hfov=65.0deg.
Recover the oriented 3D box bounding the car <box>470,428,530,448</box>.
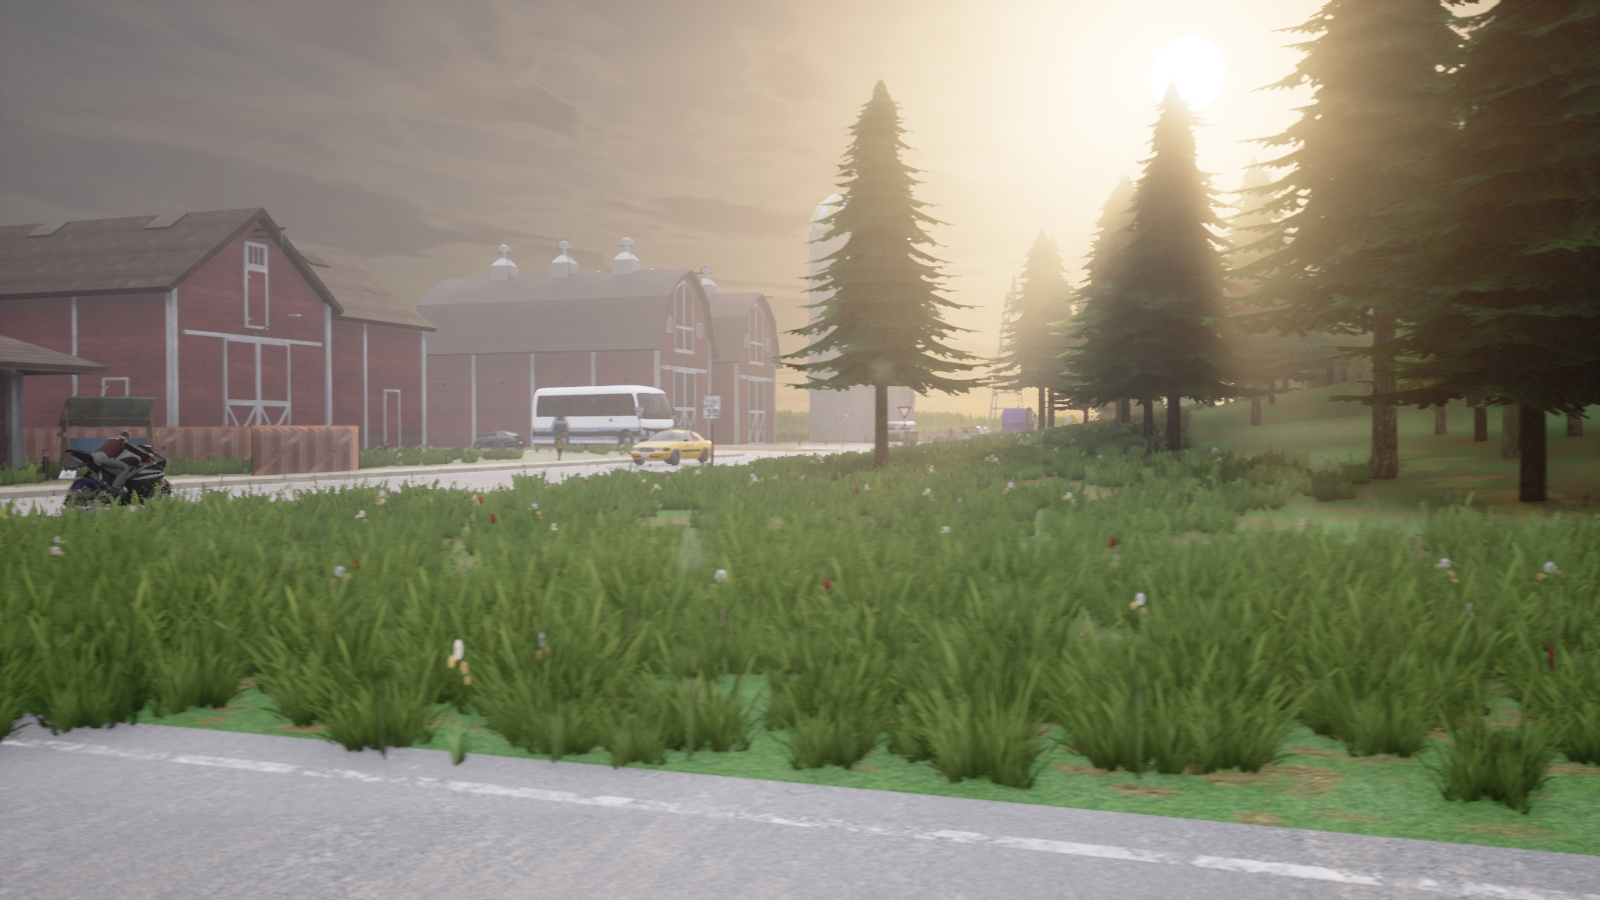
[{"bbox_3d":[-22.179,-0.868,92.801,4.674,1.442,1.812,1,1,38],"label":"car"}]

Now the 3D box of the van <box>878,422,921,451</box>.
[{"bbox_3d":[7.123,-0.997,89.572,2.069,2.038,4.480,1,1,19],"label":"van"}]

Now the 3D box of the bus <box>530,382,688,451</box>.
[{"bbox_3d":[-12.534,-2.118,81.711,10.273,4.253,3.944,1,1,35],"label":"bus"}]

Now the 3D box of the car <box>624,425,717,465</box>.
[{"bbox_3d":[-5.355,-0.237,52.672,1.801,1.575,5.366,1,1,19],"label":"car"}]

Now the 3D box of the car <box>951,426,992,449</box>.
[{"bbox_3d":[13.235,-0.968,96.723,2.242,1.667,4.611,1,1,19],"label":"car"}]

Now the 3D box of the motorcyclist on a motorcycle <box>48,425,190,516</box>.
[{"bbox_3d":[-11.974,0.322,22.175,0.866,1.530,2.191,1,1,19],"label":"motorcyclist on a motorcycle"}]
